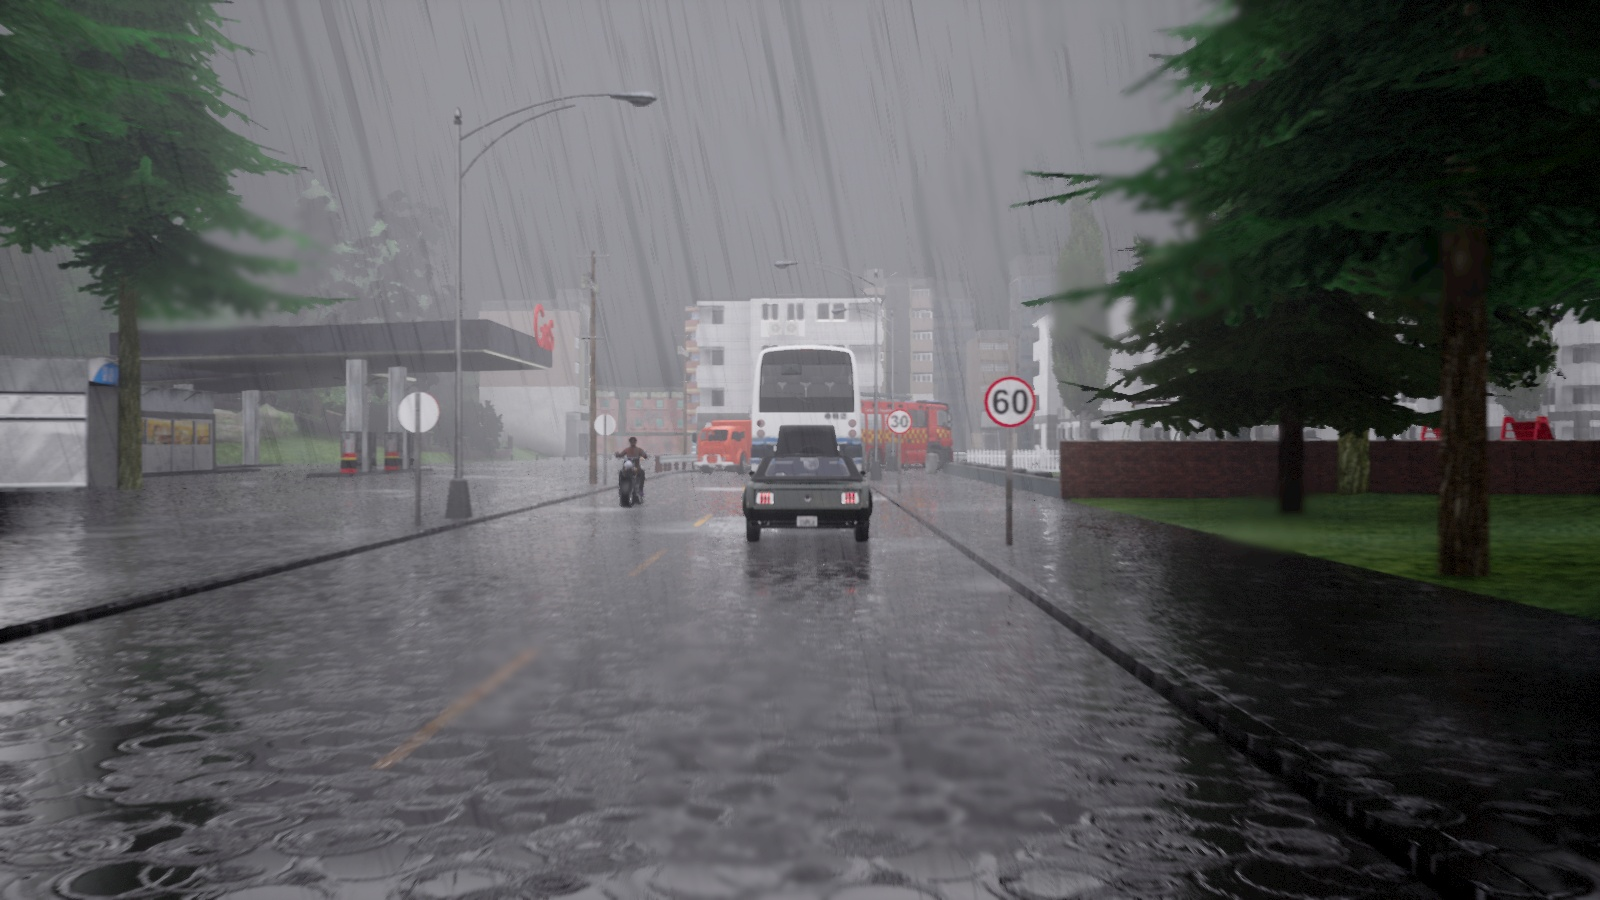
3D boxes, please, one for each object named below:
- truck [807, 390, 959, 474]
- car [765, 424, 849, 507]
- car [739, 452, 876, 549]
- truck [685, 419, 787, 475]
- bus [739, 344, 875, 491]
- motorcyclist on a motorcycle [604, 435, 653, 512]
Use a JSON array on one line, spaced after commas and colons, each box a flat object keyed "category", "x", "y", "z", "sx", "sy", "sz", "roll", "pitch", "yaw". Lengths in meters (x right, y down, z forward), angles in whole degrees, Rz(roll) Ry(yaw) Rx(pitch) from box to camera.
[{"category": "truck", "x": 4.185, "y": -0.836, "z": 61.171, "sx": 2.891, "sy": 3.827, "sz": 8.468, "roll": 0, "pitch": 0, "yaw": 41}, {"category": "car", "x": 0.159, "y": 0.334, "z": 30.293, "sx": 1.905, "sy": 1.878, "sz": 3.866, "roll": 0, "pitch": 1, "yaw": 0}, {"category": "car", "x": 0.114, "y": 0.710, "z": 19.763, "sx": 1.895, "sy": 1.301, "sz": 4.718, "roll": 0, "pitch": 0, "yaw": 0}, {"category": "truck", "x": -2.889, "y": -0.145, "z": 58.460, "sx": 2.627, "sy": 2.467, "sz": 5.204, "roll": 0, "pitch": 0, "yaw": 24}, {"category": "bus", "x": 0.208, "y": -0.917, "z": 41.537, "sx": 3.944, "sy": 4.253, "sz": 10.273, "roll": 0, "pitch": 0, "yaw": 0}, {"category": "motorcyclist on a motorcycle", "x": -3.849, "y": 0.498, "z": 28.380, "sx": 0.766, "sy": 1.649, "sz": 2.350, "roll": 0, "pitch": 1, "yaw": 0}]
